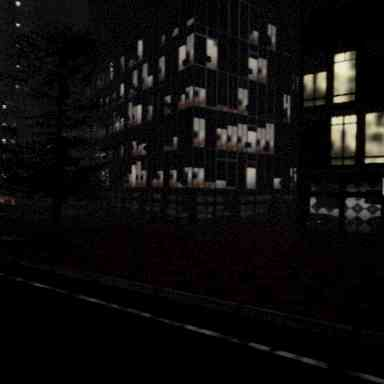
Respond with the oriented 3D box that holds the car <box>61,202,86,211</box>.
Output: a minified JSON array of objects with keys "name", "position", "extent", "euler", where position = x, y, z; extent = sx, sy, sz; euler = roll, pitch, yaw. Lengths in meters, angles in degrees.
[{"name":"car","position":[-18.982,2.372,54.453],"extent":[4.507,1.381,1.887],"euler":[0,1,-34]}]

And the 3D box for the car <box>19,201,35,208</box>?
[{"name":"car","position":[-28.110,2.212,57.754],"extent":[4.403,1.369,2.008],"euler":[0,1,-34]}]

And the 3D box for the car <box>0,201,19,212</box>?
[{"name":"car","position":[-28.335,2.087,48.047],"extent":[5.009,1.841,2.192],"euler":[0,1,-34]}]
